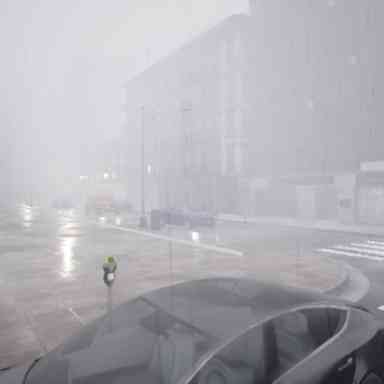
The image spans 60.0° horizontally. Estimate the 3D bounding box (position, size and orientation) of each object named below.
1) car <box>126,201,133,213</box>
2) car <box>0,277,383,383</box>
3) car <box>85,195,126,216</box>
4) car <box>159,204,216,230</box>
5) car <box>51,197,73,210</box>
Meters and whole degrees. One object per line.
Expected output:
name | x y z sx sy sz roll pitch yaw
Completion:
car | -8.357 1.628 37.829 1.812 1.442 4.674 0 0 -36
car | -0.002 1.567 2.812 4.313 1.339 1.947 0 0 -36
car | -9.197 1.323 33.933 2.150 2.045 5.566 0 0 -36
car | -0.453 1.535 21.687 1.882 1.535 5.008 0 0 -35
car | -18.305 1.503 46.849 2.097 1.767 4.553 0 0 -36
